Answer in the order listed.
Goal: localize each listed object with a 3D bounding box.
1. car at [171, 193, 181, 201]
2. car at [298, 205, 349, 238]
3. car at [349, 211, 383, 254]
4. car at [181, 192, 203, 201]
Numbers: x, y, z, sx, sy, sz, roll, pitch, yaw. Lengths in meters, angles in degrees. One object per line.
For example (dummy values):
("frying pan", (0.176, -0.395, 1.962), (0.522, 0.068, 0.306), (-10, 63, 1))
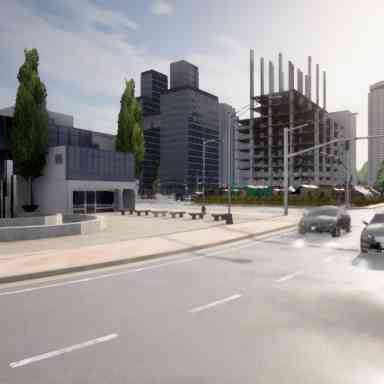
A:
("car", (-2.353, 1.156, 76.699), (1.905, 1.878, 3.866), (0, 0, 37))
("car", (7.241, 1.506, 17.877), (1.837, 1.490, 4.892), (0, 0, 37))
("car", (7.801, 1.492, 12.777), (2.128, 1.511, 4.902), (0, 0, 37))
("car", (-0.055, 1.395, 74.938), (1.970, 1.475, 3.806), (0, 0, 37))
